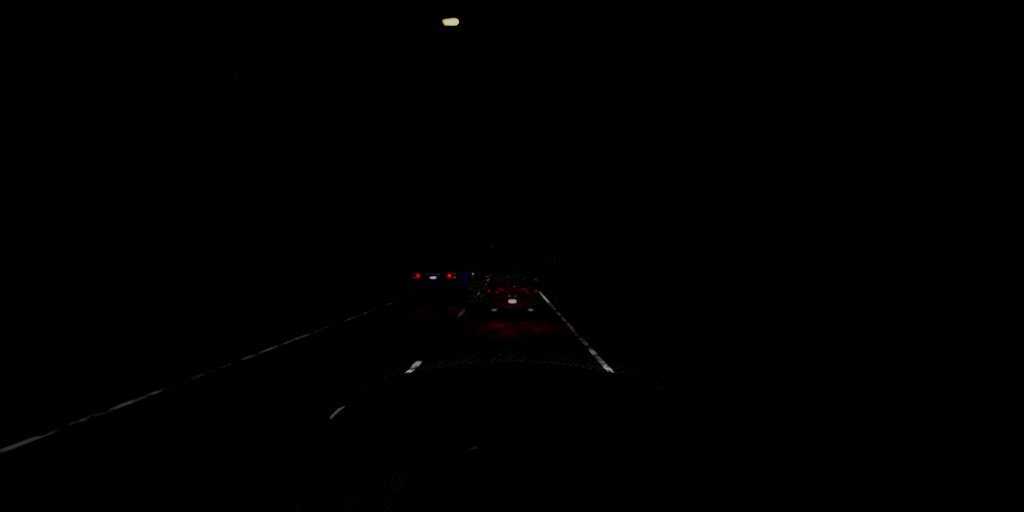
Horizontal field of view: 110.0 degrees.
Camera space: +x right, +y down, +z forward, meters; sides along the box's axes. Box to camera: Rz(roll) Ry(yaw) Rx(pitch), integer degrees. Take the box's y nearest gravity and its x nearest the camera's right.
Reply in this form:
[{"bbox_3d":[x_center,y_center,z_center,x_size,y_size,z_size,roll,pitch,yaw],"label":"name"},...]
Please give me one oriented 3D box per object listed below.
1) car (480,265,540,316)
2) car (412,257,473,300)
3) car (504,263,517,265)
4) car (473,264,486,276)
[{"bbox_3d":[0.002,1.304,13.905,1.882,1.535,5.008,0,0,0],"label":"car"},{"bbox_3d":[-3.519,1.078,18.585,2.150,2.045,5.566,0,0,0],"label":"car"},{"bbox_3d":[-0.138,1.452,35.040,2.128,1.511,4.902,0,0,0],"label":"car"},{"bbox_3d":[-3.653,1.492,35.693,1.812,1.442,4.674,0,0,-1],"label":"car"}]
